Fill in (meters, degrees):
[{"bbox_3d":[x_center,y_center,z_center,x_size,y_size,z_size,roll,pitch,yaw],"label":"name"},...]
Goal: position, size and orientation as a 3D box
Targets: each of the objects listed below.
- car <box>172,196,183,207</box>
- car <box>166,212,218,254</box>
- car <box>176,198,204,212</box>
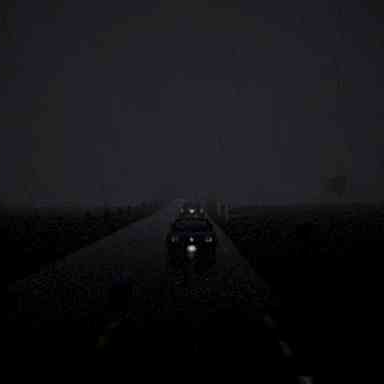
[{"bbox_3d":[-2.781,1.891,67.355,2.150,2.045,5.566,0,-1,0],"label":"car"},{"bbox_3d":[-0.003,1.735,14.103,1.895,1.301,4.718,0,-1,0],"label":"car"},{"bbox_3d":[-0.007,1.630,29.068,2.097,1.767,4.553,0,-1,0],"label":"car"}]
